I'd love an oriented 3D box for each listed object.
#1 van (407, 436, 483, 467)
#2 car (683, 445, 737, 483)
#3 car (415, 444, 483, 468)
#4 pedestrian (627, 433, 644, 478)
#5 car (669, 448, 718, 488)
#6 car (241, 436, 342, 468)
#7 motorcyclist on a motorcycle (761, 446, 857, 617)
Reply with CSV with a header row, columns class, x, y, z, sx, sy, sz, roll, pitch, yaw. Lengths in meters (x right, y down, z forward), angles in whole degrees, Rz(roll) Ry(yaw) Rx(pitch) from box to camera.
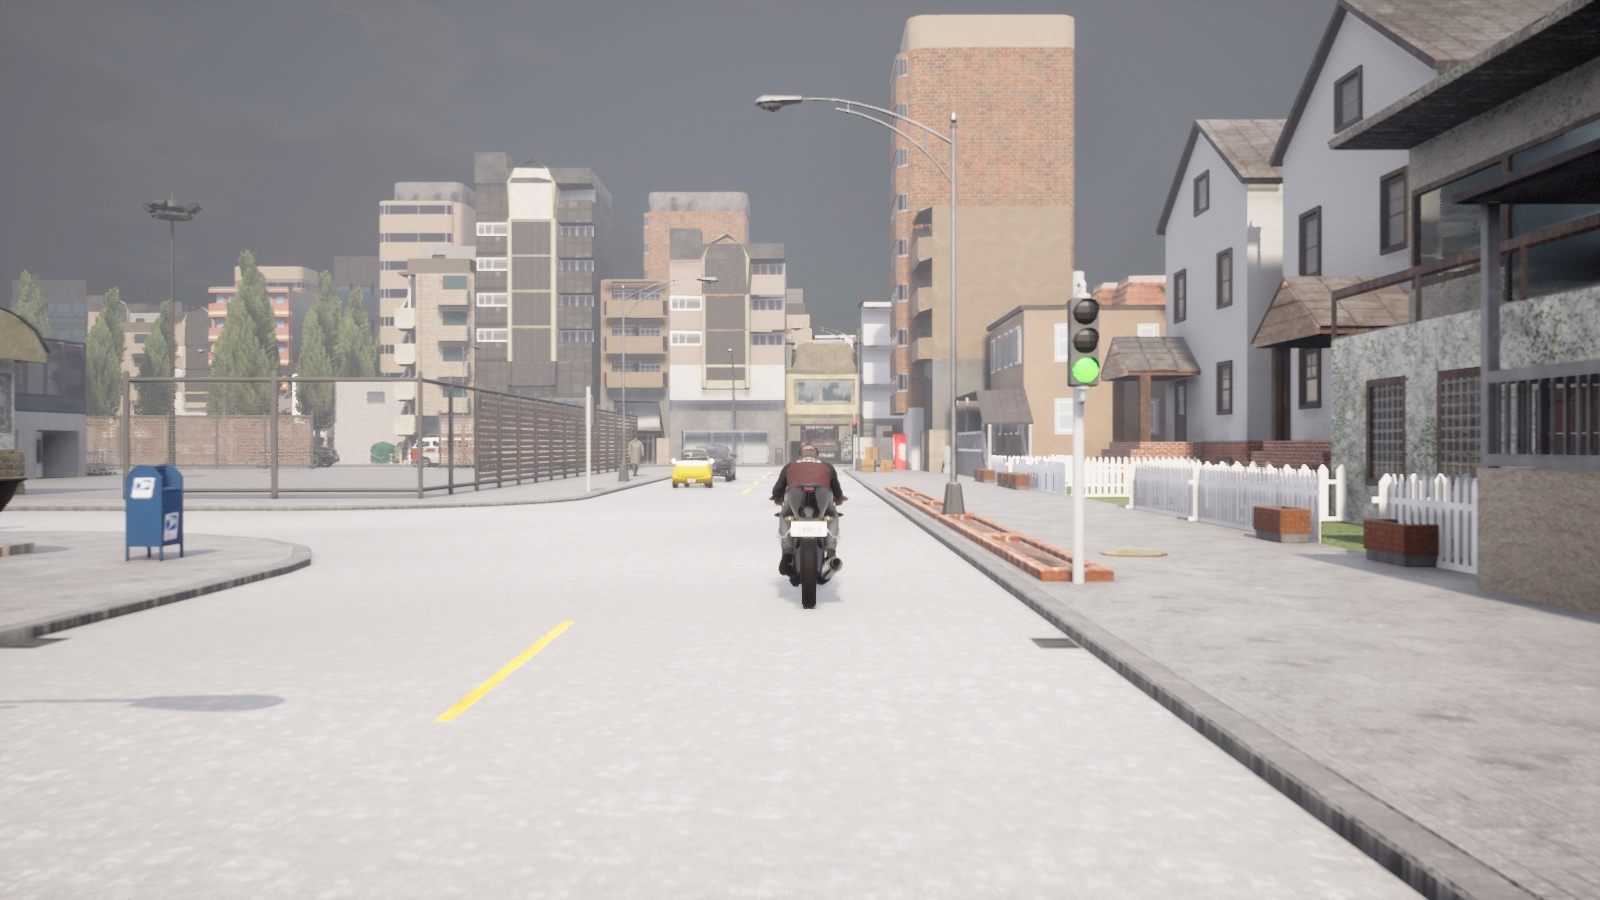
class,x,y,z,sx,sy,sz,roll,pitch,yaw
van,-23.662,0.111,83.875,4.480,2.038,2.069,0,0,0
car,-3.680,0.536,52.231,1.837,1.490,4.892,0,0,1
car,-22.293,0.370,79.874,3.806,1.475,1.970,0,0,1
pedestrian,-7.271,0.226,55.377,0.659,1.952,0.873,0,0,-13
car,-3.700,0.620,43.966,1.481,1.376,2.207,0,0,1
car,-32.302,0.115,79.930,5.566,2.045,2.150,0,0,1
motorcyclist on a motorcycle,0.086,0.732,12.380,0.866,1.530,2.191,0,0,0
